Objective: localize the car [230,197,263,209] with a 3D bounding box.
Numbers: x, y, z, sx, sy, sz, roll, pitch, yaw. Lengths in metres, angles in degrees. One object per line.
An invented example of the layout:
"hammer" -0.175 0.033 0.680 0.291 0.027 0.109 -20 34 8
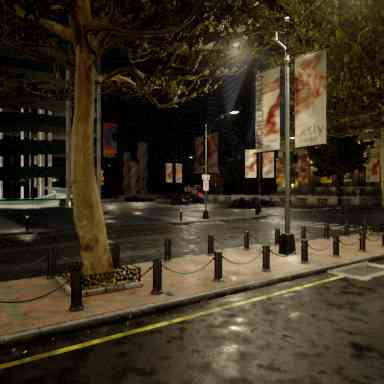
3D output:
"car" 7.100 1.564 45.275 1.994 1.385 4.181 0 0 -35

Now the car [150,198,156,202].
"car" -10.298 1.540 71.853 5.357 1.411 2.033 0 0 37

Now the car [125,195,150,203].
"car" -11.718 1.478 68.574 5.008 1.535 1.882 0 0 37

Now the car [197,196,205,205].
"car" 0.662 1.504 60.313 1.837 1.490 4.892 0 0 -37

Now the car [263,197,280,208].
"car" 10.115 1.491 47.080 2.128 1.511 4.902 0 0 -35

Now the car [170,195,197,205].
"car" -1.815 1.351 57.738 2.097 1.767 4.553 0 0 -37
